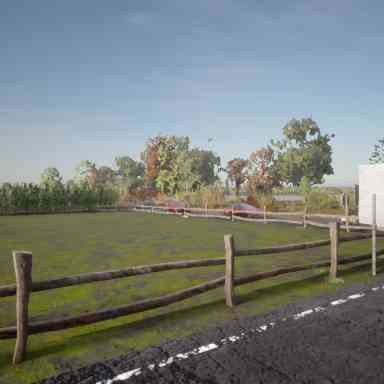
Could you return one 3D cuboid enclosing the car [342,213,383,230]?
[{"bbox_3d":[11.827,1.736,20.499,1.895,1.301,4.718,-1,0,-27],"label":"car"}]

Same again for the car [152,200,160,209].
[{"bbox_3d":[-5.706,2.175,57.640,1.812,1.442,4.674,0,-1,-17],"label":"car"}]

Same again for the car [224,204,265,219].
[{"bbox_3d":[4.893,1.835,31.329,1.812,1.442,4.674,-1,0,-35],"label":"car"}]

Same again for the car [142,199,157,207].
[{"bbox_3d":[-8.605,2.254,67.435,2.128,1.511,4.902,0,0,-19],"label":"car"}]

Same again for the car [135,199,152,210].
[{"bbox_3d":[-8.418,2.228,55.903,1.994,1.385,4.181,0,-1,-17],"label":"car"}]

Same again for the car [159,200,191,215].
[{"bbox_3d":[-1.868,1.953,41.621,1.882,1.535,5.008,-1,0,-30],"label":"car"}]
